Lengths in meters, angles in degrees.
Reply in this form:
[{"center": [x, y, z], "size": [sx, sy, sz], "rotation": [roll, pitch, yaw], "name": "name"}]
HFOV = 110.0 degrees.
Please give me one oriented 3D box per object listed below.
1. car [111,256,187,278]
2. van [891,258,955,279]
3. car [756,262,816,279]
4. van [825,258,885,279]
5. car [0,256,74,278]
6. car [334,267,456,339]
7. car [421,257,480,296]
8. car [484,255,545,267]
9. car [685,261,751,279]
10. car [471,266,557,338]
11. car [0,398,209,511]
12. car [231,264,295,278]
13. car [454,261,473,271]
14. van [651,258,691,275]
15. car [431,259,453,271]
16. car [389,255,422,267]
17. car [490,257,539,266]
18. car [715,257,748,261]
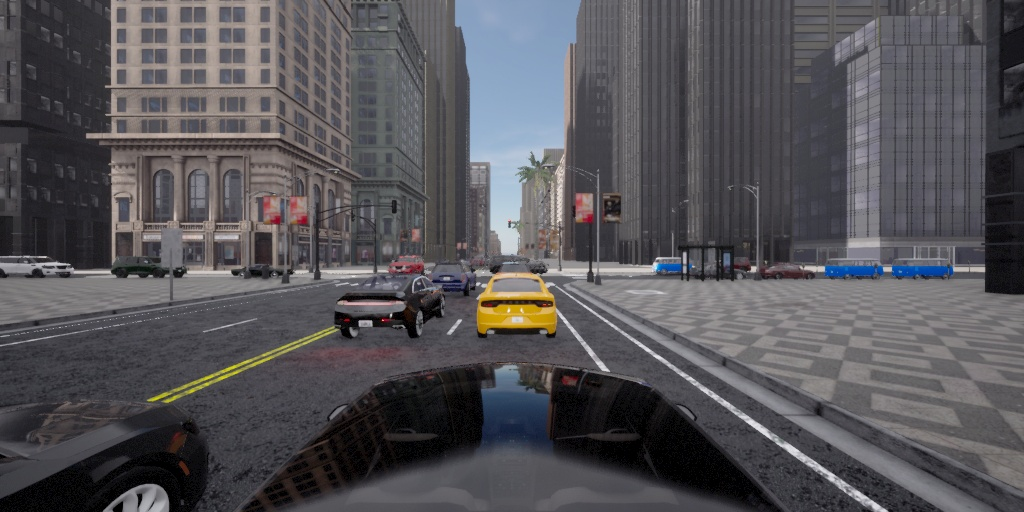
[{"center": [-33.016, 1.008, 32.671], "size": [5.566, 2.045, 2.150], "rotation": [0, 0, 0], "name": "car"}, {"center": [34.144, 1.079, 29.827], "size": [3.998, 1.789, 1.690], "rotation": [0, 0, 0], "name": "van"}, {"center": [22.790, 1.326, 29.839], "size": [4.207, 1.307, 1.802], "rotation": [0, 0, 0], "name": "car"}, {"center": [28.467, 1.082, 29.833], "size": [3.998, 1.789, 1.690], "rotation": [0, 0, 0], "name": "van"}, {"center": [-43.723, 1.021, 32.744], "size": [5.566, 2.045, 2.150], "rotation": [0, 0, 0], "name": "car"}, {"center": [-3.139, 1.241, 10.139], "size": [2.128, 1.511, 4.902], "rotation": [0, 0, 0], "name": "car"}, {"center": [-3.124, 1.102, 19.278], "size": [2.097, 1.767, 4.553], "rotation": [0, 0, 0], "name": "car"}, {"center": [0.521, 0.973, 34.024], "size": [5.566, 2.045, 2.150], "rotation": [0, 1, 25], "name": "car"}, {"center": [17.112, 1.299, 29.846], "size": [4.403, 1.370, 2.007], "rotation": [0, 0, 0], "name": "car"}, {"center": [0.110, 1.228, 10.229], "size": [1.882, 1.535, 5.008], "rotation": [0, 0, 0], "name": "car"}, {"center": [-3.151, 1.255, 0.623], "size": [1.837, 1.490, 4.892], "rotation": [0, 0, 0], "name": "car"}, {"center": [-22.543, 1.375, 32.602], "size": [4.718, 1.301, 1.895], "rotation": [0, 0, 0], "name": "car"}, {"center": [-6.535, 1.353, 48.902], "size": [1.895, 1.301, 4.718], "rotation": [0, 0, 0], "name": "car"}, {"center": [17.120, 1.065, 38.371], "size": [3.998, 1.789, 1.690], "rotation": [0, 0, 0], "name": "van"}, {"center": [-9.775, 1.244, 50.241], "size": [2.128, 1.511, 4.902], "rotation": [0, 0, 0], "name": "car"}, {"center": [-9.805, 0.971, 33.762], "size": [2.150, 2.045, 5.566], "rotation": [0, 0, 0], "name": "car"}, {"center": [0.126, 1.102, 19.302], "size": [2.097, 1.767, 4.553], "rotation": [0, 0, 0], "name": "car"}, {"center": [22.798, 1.035, 38.364], "size": [5.009, 1.841, 2.192], "rotation": [0, 0, 0], "name": "car"}]
